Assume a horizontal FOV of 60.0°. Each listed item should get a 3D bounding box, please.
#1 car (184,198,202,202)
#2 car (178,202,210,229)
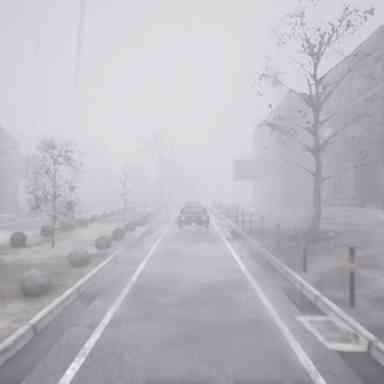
[{"bbox_3d":[0.115,1.390,37.079,1.882,1.535,5.008,0,0,0],"label":"car"},{"bbox_3d":[0.103,1.541,21.310,1.895,1.301,4.718,0,0,0],"label":"car"}]
